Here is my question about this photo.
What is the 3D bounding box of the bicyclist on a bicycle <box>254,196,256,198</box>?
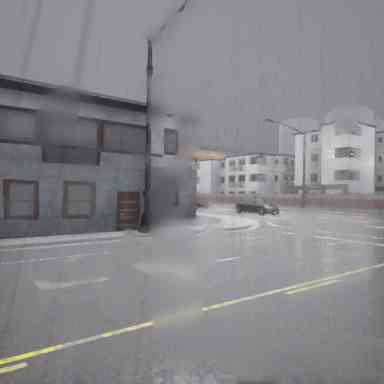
[{"bbox_3d":[9.058,1.338,47.874,0.582,1.620,1.656,2,0,44],"label":"bicyclist on a bicycle"}]

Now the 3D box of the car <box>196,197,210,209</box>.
[{"bbox_3d":[0.027,1.286,40.926,4.674,1.442,1.812,2,0,41],"label":"car"}]

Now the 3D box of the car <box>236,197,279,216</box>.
[{"bbox_3d":[6.590,1.358,33.599,2.097,1.767,4.553,1,0,-38],"label":"car"}]
